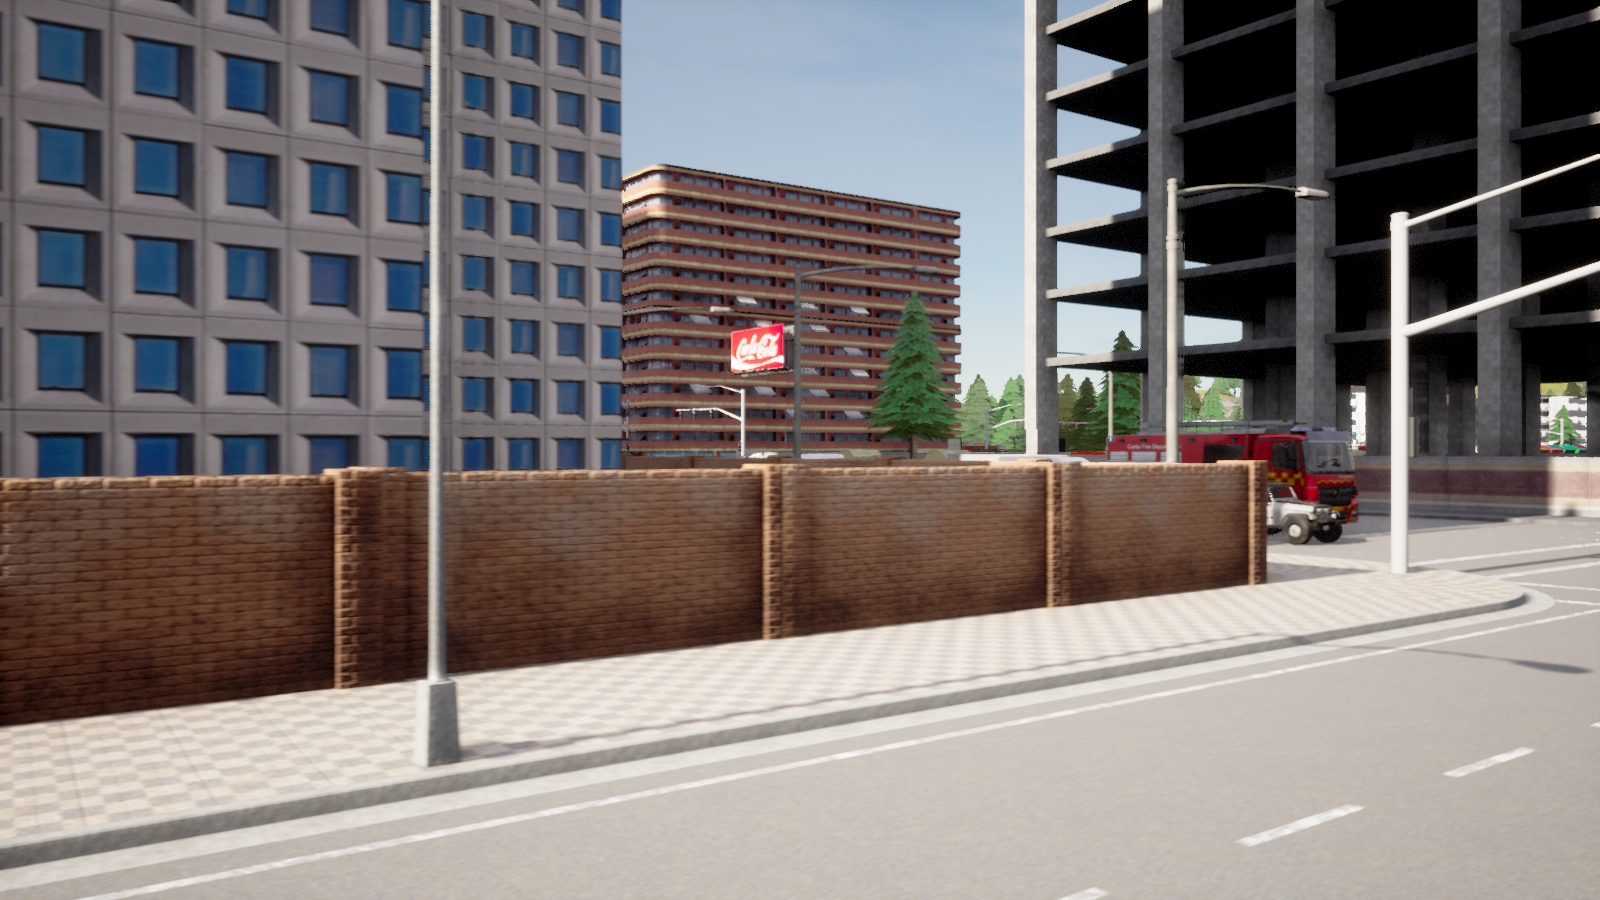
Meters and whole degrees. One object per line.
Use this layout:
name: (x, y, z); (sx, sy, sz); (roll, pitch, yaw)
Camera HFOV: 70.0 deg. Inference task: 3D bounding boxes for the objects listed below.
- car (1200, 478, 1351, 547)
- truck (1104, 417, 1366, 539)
car: (14.567, 1.860, 35.170); (1.905, 1.878, 3.866); (0, 0, -35)
truck: (15.022, 0.894, 40.222); (2.891, 3.827, 8.468); (0, 0, -35)
